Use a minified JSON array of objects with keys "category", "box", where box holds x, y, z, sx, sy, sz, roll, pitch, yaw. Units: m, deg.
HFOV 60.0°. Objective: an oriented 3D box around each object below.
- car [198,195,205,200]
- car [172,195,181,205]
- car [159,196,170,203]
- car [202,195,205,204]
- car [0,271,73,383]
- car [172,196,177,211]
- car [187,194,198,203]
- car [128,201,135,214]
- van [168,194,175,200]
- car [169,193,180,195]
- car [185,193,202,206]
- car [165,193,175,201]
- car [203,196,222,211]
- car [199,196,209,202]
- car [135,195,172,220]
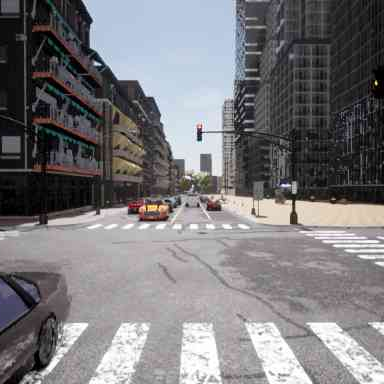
[{"category":"car","box":[2.675,1.535,92.099,1.752,1.417,4.829,-1,0,0]},{"category":"car","box":[-3.076,1.544,47.965,2.033,1.411,5.357,0,0,0]},{"category":"car","box":[-5.678,1.584,69.278,1.802,1.307,4.206,-1,0,0]},{"category":"car","box":[2.667,1.551,63.684,2.008,1.369,4.403,-1,0,0]},{"category":"car","box":[-2.716,1.559,2.983,2.033,1.411,5.357,0,-1,-2]},{"category":"car","box":[-3.084,1.501,37.637,1.837,1.490,4.892,0,0,0]},{"category":"car","box":[0.124,1.353,69.935,2.097,1.767,4.553,0,0,0]},{"category":"car","box":[-5.689,1.540,35.384,1.887,1.381,4.507,-1,0,0]},{"category":"van","box":[-5.674,1.351,91.873,1.690,1.788,3.998,-1,0,0]},{"category":"car","box":[-3.031,1.220,58.283,2.150,2.045,5.566,0,0,1]},{"category":"car","box":[0.111,1.210,53.441,2.150,2.045,5.566,0,-1,1]},{"category":"car","box":[-5.677,1.322,86.225,2.192,1.841,5.009,-1,0,0]},{"category":"car","box":[2.659,1.541,41.088,1.887,1.381,4.507,-1,0,0]},{"category":"car","box":[2.671,1.548,74.982,1.887,1.381,4.507,-1,0,0]},{"category":"car","box":[-3.090,1.348,27.640,2.097,1.767,4.553,0,0,0]}]
